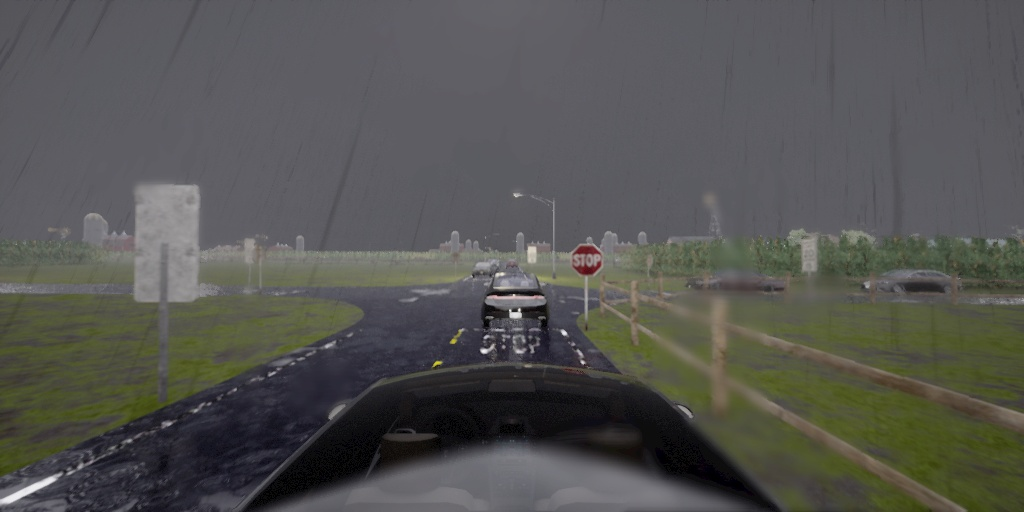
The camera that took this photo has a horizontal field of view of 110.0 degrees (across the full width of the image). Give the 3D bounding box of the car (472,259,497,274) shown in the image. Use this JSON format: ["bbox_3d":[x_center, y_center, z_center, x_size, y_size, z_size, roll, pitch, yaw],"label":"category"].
[{"bbox_3d":[-2.878,1.317,36.268,1.882,1.535,5.008,0,0,0],"label":"car"}]

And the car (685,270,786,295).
[{"bbox_3d":[13.405,1.544,21.522,5.357,1.411,2.033,1,-1,0],"label":"car"}]

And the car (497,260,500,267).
[{"bbox_3d":[-2.881,1.422,45.245,1.994,1.385,4.181,0,0,0],"label":"car"}]

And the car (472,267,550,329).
[{"bbox_3d":[0.091,1.269,11.421,2.128,1.511,4.902,0,0,0],"label":"car"}]

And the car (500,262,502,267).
[{"bbox_3d":[-2.881,1.226,54.001,2.097,1.767,4.553,0,0,0],"label":"car"}]

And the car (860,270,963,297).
[{"bbox_3d":[23.796,1.611,21.496,4.902,1.511,2.128,1,-1,0],"label":"car"}]
